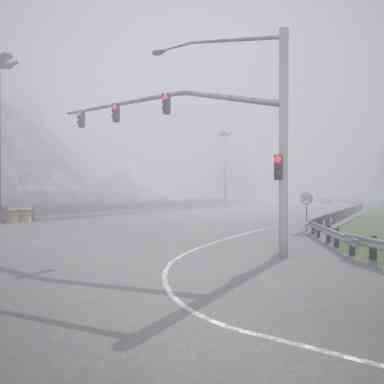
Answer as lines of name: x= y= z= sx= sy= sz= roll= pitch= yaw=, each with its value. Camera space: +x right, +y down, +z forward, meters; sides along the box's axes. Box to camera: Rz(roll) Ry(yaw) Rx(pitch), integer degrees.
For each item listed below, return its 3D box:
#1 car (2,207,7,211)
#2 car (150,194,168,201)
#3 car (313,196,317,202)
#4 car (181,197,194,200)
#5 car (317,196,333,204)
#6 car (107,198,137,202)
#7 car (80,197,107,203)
car: x=-18.080 y=1.537 z=27.404 sx=1.895 sy=1.301 sz=4.718 roll=0 pitch=0 yaw=33
car: x=-6.578 y=1.273 z=66.634 sx=2.097 sy=1.767 sz=4.553 roll=0 pitch=0 yaw=24
car: x=28.111 y=1.520 z=72.920 sx=2.033 sy=1.411 sz=5.357 roll=0 pitch=0 yaw=7
car: x=-0.829 y=1.543 z=54.886 sx=1.895 sy=1.301 sz=4.718 roll=0 pitch=0 yaw=29
car: x=25.561 y=1.549 z=63.331 sx=1.994 sy=1.385 sz=4.181 roll=0 pitch=0 yaw=16
car: x=-8.369 y=1.504 z=42.689 sx=1.994 sy=1.385 sz=4.181 roll=0 pitch=0 yaw=32
car: x=-14.910 y=1.466 z=51.942 sx=2.033 sy=1.411 sz=5.357 roll=0 pitch=0 yaw=32
